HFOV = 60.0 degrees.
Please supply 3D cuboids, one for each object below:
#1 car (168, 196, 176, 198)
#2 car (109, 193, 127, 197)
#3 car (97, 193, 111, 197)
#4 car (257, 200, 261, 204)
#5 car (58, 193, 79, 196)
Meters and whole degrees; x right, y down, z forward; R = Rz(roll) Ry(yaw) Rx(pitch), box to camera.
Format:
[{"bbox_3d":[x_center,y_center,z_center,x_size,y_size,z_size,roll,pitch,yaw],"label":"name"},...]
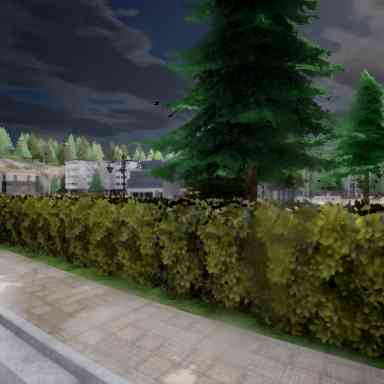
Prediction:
[{"bbox_3d":[-3.312,1.374,56.078,1.845,1.501,3.633,0,0,43],"label":"car"},{"bbox_3d":[-10.580,1.384,52.743,1.970,1.475,3.806,0,0,43],"label":"car"},{"bbox_3d":[-16.705,1.097,68.962,1.932,1.855,4.605,0,0,43],"label":"car"},{"bbox_3d":[9.633,1.352,44.218,2.097,1.767,4.553,0,0,43],"label":"car"},{"bbox_3d":[-28.384,1.154,79.464,2.152,1.636,5.027,0,0,43],"label":"car"}]
